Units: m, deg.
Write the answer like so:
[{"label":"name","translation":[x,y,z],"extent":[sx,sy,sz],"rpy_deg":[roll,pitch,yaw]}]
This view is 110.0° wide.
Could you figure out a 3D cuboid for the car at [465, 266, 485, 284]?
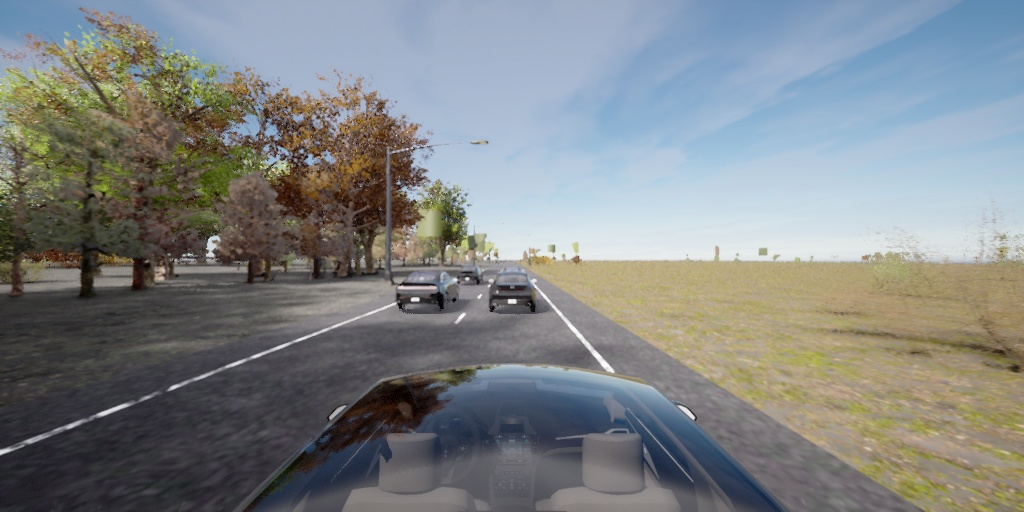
[{"label":"car","translation":[-3.464,1.550,30.359],"extent":[1.837,1.490,4.892],"rpy_deg":[0,0,1]}]

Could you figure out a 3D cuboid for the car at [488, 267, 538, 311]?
[{"label":"car","translation":[0.029,1.396,15.358],"extent":[1.837,1.490,4.892],"rpy_deg":[0,0,1]}]

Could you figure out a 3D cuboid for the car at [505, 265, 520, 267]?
[{"label":"car","translation":[0.035,1.535,30.366],"extent":[2.128,1.511,4.902],"rpy_deg":[0,0,1]}]

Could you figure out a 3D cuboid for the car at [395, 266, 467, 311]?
[{"label":"car","translation":[-3.471,1.382,15.371],"extent":[2.128,1.511,4.902],"rpy_deg":[0,0,1]}]
